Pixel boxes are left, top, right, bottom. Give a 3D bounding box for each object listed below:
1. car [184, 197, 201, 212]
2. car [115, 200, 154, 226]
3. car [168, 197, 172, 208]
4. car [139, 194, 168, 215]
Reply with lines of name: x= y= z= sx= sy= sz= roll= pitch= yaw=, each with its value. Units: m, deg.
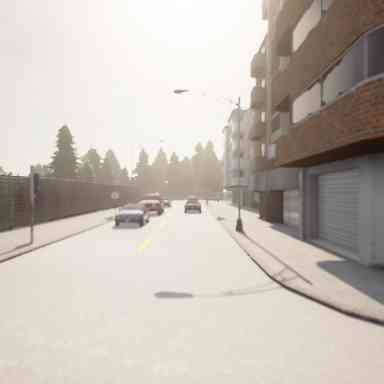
car: x=0.099 y=1.609 z=38.645 sx=1.895 sy=1.301 sz=4.718 roll=0 pitch=0 yaw=0
car: x=-4.077 y=1.531 z=23.337 sx=1.812 sy=1.442 sz=4.674 roll=0 pitch=0 yaw=0
car: x=-4.010 y=1.519 z=49.154 sx=1.837 sy=1.490 sz=4.892 roll=0 pitch=0 yaw=0
car: x=-4.055 y=1.229 z=34.013 sx=2.150 sy=2.045 sz=5.566 roll=0 pitch=0 yaw=0
